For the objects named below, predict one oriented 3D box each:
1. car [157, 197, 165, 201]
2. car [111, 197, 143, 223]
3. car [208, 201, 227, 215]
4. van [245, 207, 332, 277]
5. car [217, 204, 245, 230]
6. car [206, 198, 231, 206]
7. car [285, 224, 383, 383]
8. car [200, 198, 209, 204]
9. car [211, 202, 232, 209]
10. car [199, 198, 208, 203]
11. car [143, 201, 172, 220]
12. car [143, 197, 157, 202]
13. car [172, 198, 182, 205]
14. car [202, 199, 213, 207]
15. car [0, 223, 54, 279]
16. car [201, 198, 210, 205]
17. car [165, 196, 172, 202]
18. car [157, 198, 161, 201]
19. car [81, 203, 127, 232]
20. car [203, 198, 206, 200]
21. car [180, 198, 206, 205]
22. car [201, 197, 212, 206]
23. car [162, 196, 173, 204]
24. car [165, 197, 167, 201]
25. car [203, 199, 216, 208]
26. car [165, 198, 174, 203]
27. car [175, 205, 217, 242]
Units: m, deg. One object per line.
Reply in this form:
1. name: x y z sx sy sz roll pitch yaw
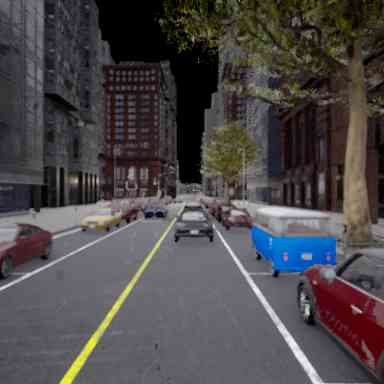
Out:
1. car: -5.656 1.629 49.618 2.192 1.841 5.009 0 0 0
2. car: -5.662 1.468 27.063 2.192 1.841 5.009 0 0 0
3. car: 2.867 1.778 38.329 1.887 1.381 4.507 0 0 0
4. van: 2.860 1.394 10.134 1.690 1.788 3.998 0 0 0
5. car: 2.862 1.697 21.412 1.802 1.307 4.206 0 0 0
6. car: 2.865 1.508 32.691 2.192 1.841 5.009 0 0 0
7. car: 2.859 1.464 4.494 1.967 1.590 4.097 0 0 0
8. car: 2.876 2.105 77.804 1.947 1.339 4.313 0 -1 0
9. car: 2.863 1.719 27.050 1.947 1.339 4.313 0 0 0
10. car: 2.878 2.155 83.444 1.947 1.339 4.313 0 -1 0
11. car: -3.092 1.773 29.728 1.895 1.301 4.718 0 0 0
12. car: -5.659 1.548 38.342 2.192 1.841 5.009 0 0 0
13. car: -2.981 1.962 70.882 1.837 1.490 4.892 0 0 0
14. car: 2.872 1.982 60.886 1.802 1.307 4.206 0 0 0
15. car: -5.665 1.634 10.147 1.802 1.307 4.206 0 0 0
16. car: 2.875 2.073 72.165 1.802 1.307 4.206 0 0 0
17. car: -5.652 2.010 66.533 1.947 1.339 4.313 0 0 0
18. car: -5.657 1.840 43.979 1.947 1.339 4.313 0 0 0
19. car: -5.663 1.639 21.254 1.752 1.417 4.829 0 0 0
20. car: 2.870 1.880 49.608 1.947 1.339 4.313 0 0 0
21. car: 0.116 1.673 32.957 1.882 1.535 5.008 0 0 0
22. car: 2.874 1.884 66.528 1.967 1.590 4.097 0 0 0
23. car: -5.649 1.854 77.811 2.192 1.841 5.009 0 0 0
24. car: -5.654 1.901 55.256 1.887 1.381 4.507 0 0 0
25. car: 2.871 1.883 55.418 1.752 1.417 4.829 0 0 0
26. car: -5.647 2.171 83.448 1.802 1.307 4.206 0 -1 0
27. car: 0.102 1.613 16.905 1.812 1.442 4.674 0 0 0
